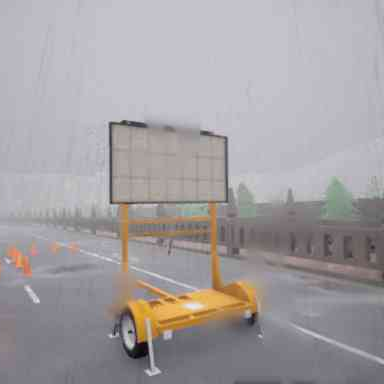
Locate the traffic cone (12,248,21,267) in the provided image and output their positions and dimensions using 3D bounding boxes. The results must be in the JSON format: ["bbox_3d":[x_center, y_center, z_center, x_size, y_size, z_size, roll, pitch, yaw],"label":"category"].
[{"bbox_3d":[-6.583,2.554,12.721,0.340,0.580,0.340,1,-4,-33],"label":"traffic cone"}]

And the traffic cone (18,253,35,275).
[{"bbox_3d":[-5.490,2.434,11.051,0.340,0.580,0.340,1,-4,-33],"label":"traffic cone"}]

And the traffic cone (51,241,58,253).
[{"bbox_3d":[-7.094,2.812,17.157,0.340,0.580,0.340,1,-4,-33],"label":"traffic cone"}]

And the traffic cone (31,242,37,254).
[{"bbox_3d":[-7.932,2.803,16.610,0.340,0.580,0.340,1,-4,-33],"label":"traffic cone"}]

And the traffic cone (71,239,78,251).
[{"bbox_3d":[-6.257,2.820,17.704,0.340,0.580,0.340,1,-4,-33],"label":"traffic cone"}]

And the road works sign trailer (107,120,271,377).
[{"bbox_3d":[-0.430,0.615,6.055,2.380,3.560,2.880,1,-2,-33],"label":"road works sign trailer"}]

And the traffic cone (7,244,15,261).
[{"bbox_3d":[-7.676,2.674,14.392,0.340,0.580,0.340,1,-4,-33],"label":"traffic cone"}]
